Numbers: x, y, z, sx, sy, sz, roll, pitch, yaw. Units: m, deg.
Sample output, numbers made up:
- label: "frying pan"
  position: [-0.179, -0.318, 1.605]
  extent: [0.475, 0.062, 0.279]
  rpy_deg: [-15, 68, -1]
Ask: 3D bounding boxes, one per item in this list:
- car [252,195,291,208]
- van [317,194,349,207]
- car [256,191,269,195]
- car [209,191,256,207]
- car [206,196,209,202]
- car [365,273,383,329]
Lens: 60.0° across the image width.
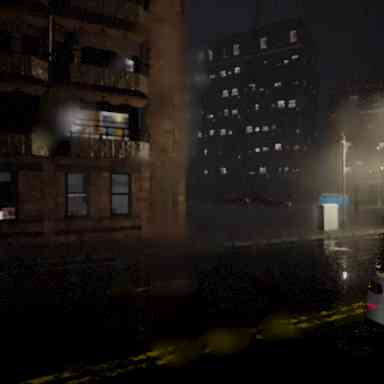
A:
- label: "car"
  position: [10.148, 1.332, 41.264]
  extent: [4.206, 1.307, 1.802]
  rpy_deg: [1, -1, 31]
- label: "van"
  position: [19.353, 1.145, 45.564]
  extent: [3.998, 1.788, 1.690]
  rpy_deg: [1, 0, 31]
- label: "car"
  position: [9.256, 0.928, 44.783]
  extent: [5.566, 2.045, 2.150]
  rpy_deg: [1, 1, 31]
- label: "car"
  position: [5.305, 0.987, 44.132]
  extent: [5.009, 1.841, 2.192]
  rpy_deg: [1, -1, 31]
- label: "car"
  position: [4.808, 0.887, 54.160]
  extent: [5.009, 1.841, 2.192]
  rpy_deg: [1, 0, 31]
- label: "car"
  position: [4.837, 1.560, 5.449]
  extent: [4.674, 1.442, 1.812]
  rpy_deg: [0, 0, -28]
